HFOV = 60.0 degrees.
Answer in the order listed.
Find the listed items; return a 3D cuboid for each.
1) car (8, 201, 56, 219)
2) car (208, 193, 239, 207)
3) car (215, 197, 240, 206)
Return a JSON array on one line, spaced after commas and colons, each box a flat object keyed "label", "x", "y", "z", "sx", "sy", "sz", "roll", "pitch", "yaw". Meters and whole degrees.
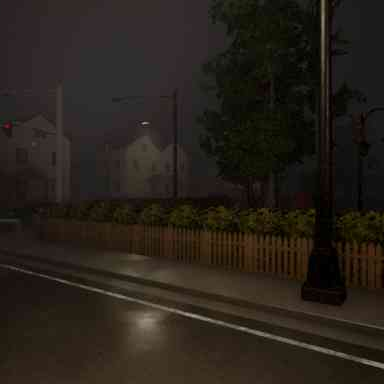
[{"label": "car", "x": -13.673, "y": 1.526, "z": 29.428, "sx": 1.812, "sy": 1.442, "sz": 4.674, "roll": 0, "pitch": 0, "yaw": 35}, {"label": "car", "x": 4.287, "y": 1.221, "z": 48.813, "sx": 2.150, "sy": 2.045, "sz": 5.566, "roll": 0, "pitch": 0, "yaw": 35}, {"label": "car", "x": 6.231, "y": 1.548, "z": 57.920, "sx": 2.033, "sy": 1.411, "sz": 5.357, "roll": 0, "pitch": 0, "yaw": 35}]
